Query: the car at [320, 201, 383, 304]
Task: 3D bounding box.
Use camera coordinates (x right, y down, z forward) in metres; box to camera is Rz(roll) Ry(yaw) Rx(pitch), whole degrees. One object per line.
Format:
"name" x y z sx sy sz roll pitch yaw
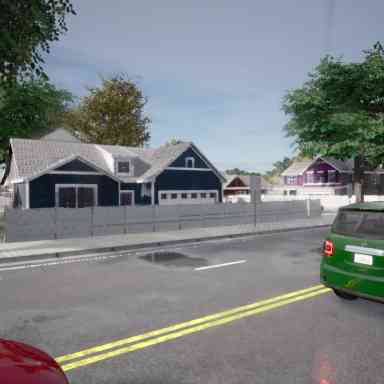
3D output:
"car" 5.067 1.210 7.098 5.566 2.045 2.150 0 0 -35

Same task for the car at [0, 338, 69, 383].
"car" -3.054 1.476 1.263 5.008 1.535 1.882 0 0 -35

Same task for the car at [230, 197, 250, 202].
"car" 7.021 1.435 45.080 2.097 1.767 4.553 -1 0 -31

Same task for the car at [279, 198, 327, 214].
"car" 12.201 1.494 36.926 1.882 1.535 5.008 -1 0 -33
